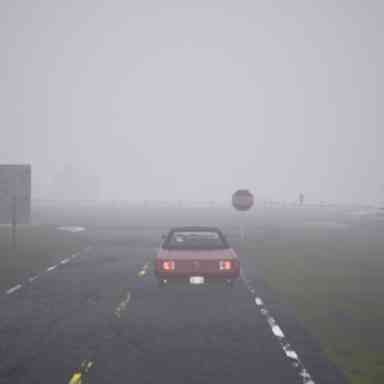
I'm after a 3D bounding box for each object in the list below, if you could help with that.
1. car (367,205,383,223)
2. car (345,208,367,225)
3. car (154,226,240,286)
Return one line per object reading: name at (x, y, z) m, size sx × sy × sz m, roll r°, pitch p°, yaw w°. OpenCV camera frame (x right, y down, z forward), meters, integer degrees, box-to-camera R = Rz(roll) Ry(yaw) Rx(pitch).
car at (15.289, 1.730, 22.594) m, size 5.357 × 1.411 × 2.033 m, roll 1°, pitch -1°, yaw 4°
car at (14.181, 1.740, 25.314) m, size 4.674 × 1.442 × 1.812 m, roll 1°, pitch -1°, yaw 0°
car at (0.074, 1.599, 9.350) m, size 1.895 × 1.301 × 4.718 m, roll 0°, pitch 0°, yaw -1°
